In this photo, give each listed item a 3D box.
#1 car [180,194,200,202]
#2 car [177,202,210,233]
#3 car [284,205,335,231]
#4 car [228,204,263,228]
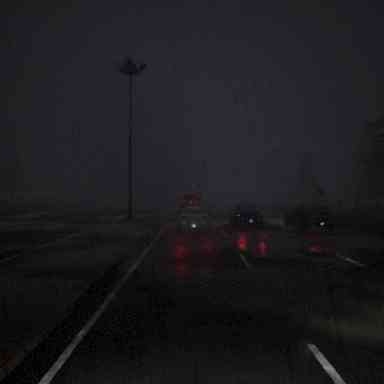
[{"bbox_3d":[-0.200,1.296,39.755,2.150,2.045,5.566,0,0,-1],"label":"car"},{"bbox_3d":[0.096,1.564,19.944,1.812,1.442,4.674,0,0,0],"label":"car"},{"bbox_3d":[7.094,1.530,20.553,2.128,1.511,4.902,0,0,0],"label":"car"},{"bbox_3d":[3.581,1.568,22.510,1.812,1.442,4.674,0,0,0],"label":"car"}]
